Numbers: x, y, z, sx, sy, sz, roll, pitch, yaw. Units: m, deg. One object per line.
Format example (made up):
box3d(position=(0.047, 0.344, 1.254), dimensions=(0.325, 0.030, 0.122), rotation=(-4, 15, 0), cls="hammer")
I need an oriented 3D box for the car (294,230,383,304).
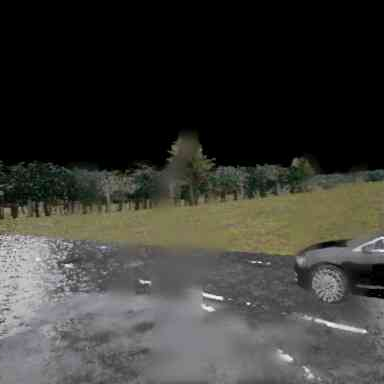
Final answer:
box3d(position=(4.188, 1.219, 5.805), dimensions=(2.128, 1.511, 4.902), rotation=(-4, -1, -44), cls="car")
